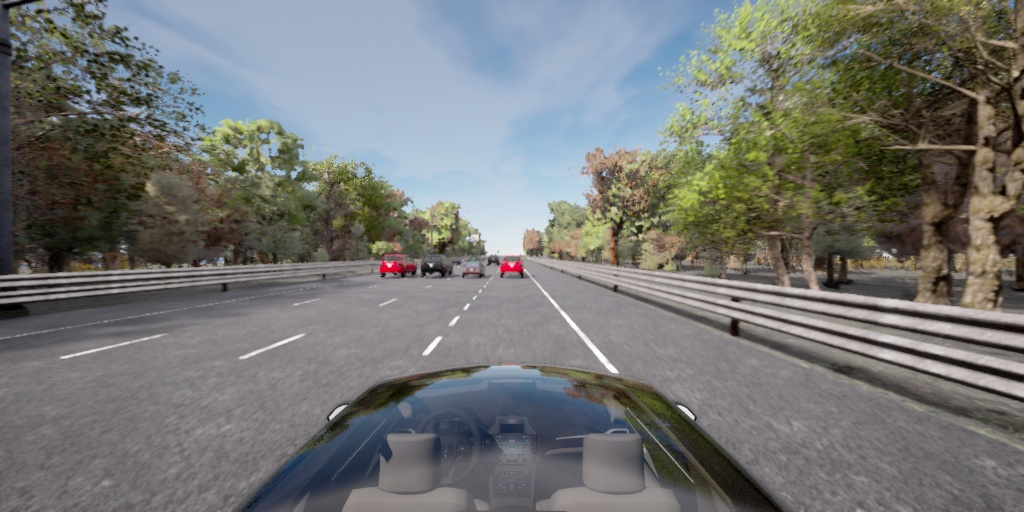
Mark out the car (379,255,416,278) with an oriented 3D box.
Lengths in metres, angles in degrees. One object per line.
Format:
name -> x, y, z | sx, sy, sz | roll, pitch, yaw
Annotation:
car -> -10.487, 0.893, 33.430 | 2.150, 2.045, 5.566 | 0, 1, 0

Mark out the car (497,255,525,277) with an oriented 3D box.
car -> 0.016, 0.892, 33.727 | 2.150, 2.045, 5.566 | 0, 1, 0

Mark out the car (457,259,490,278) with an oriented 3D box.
car -> -3.488, 1.216, 33.260 | 2.033, 1.411, 5.357 | 0, 0, 0

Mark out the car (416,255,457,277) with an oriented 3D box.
car -> -6.984, 0.892, 33.707 | 2.150, 2.045, 5.566 | 0, 1, 0
